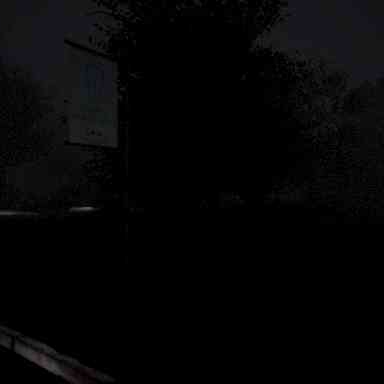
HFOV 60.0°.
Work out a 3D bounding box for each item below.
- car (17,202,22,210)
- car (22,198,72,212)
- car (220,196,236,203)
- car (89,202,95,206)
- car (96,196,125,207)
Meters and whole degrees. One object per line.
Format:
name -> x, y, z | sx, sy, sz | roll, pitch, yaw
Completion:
car -> -18.964, 1.484, 41.176 | 2.128, 1.511, 4.902 | 0, 0, 39
car -> -16.501, 1.470, 38.652 | 1.882, 1.535, 5.008 | 0, 0, 39
car -> 6.998, 1.377, 64.436 | 1.994, 1.385, 4.181 | 0, 0, 32
car -> -12.508, 1.508, 49.342 | 2.033, 1.411, 5.357 | 0, 0, 38
car -> -10.185, 1.185, 46.638 | 2.150, 2.045, 5.566 | 0, 0, 38
